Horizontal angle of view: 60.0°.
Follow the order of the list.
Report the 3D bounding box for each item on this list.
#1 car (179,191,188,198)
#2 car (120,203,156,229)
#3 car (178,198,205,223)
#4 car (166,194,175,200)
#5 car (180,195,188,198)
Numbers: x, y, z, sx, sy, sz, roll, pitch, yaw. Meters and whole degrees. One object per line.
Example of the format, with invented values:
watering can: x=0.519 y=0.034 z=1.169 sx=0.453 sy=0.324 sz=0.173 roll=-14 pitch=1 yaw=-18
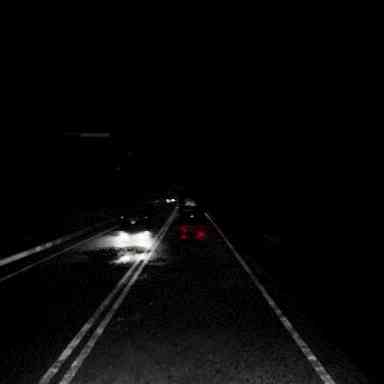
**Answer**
car: x=-2.072 y=0.652 z=82.615 sx=2.150 sy=2.045 sz=5.566 roll=0 pitch=1 yaw=-3
car: x=-3.410 y=1.494 z=21.644 sx=2.128 sy=1.511 sz=4.902 roll=0 pitch=0 yaw=0
car: x=-0.020 y=1.491 z=25.850 sx=2.128 sy=1.511 sz=4.902 roll=0 pitch=0 yaw=-1
car: x=-5.267 y=1.155 z=81.460 sx=2.128 sy=1.511 sz=4.902 roll=0 pitch=1 yaw=-3
car: x=-0.357 y=1.494 z=43.359 sx=1.812 sy=1.442 sz=4.674 roll=0 pitch=0 yaw=-1
